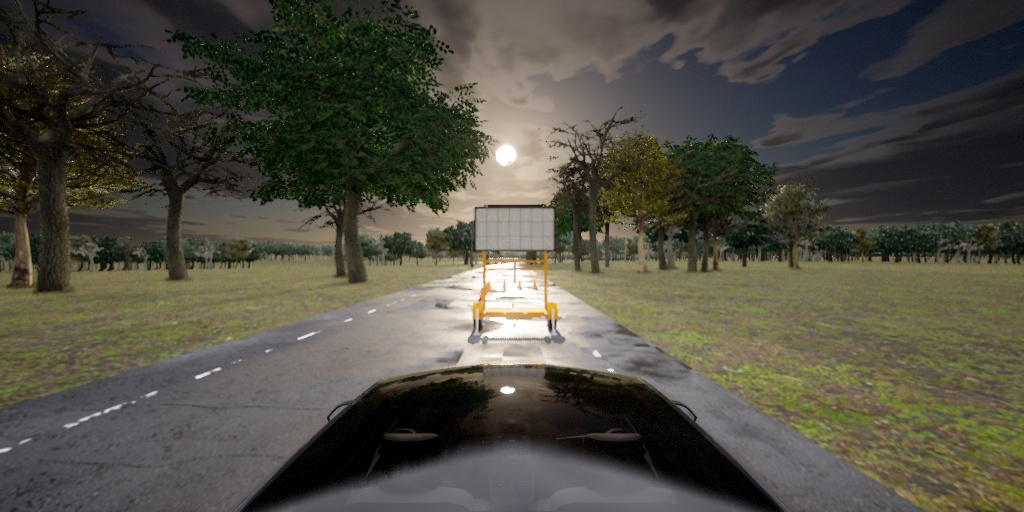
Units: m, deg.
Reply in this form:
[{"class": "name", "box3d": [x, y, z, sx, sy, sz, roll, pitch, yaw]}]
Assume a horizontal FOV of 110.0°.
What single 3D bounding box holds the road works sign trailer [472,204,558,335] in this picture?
[{"class": "road works sign trailer", "box3d": [0.086, 0.274, 10.703, 2.380, 3.560, 2.880, 0, 0, 0]}]
